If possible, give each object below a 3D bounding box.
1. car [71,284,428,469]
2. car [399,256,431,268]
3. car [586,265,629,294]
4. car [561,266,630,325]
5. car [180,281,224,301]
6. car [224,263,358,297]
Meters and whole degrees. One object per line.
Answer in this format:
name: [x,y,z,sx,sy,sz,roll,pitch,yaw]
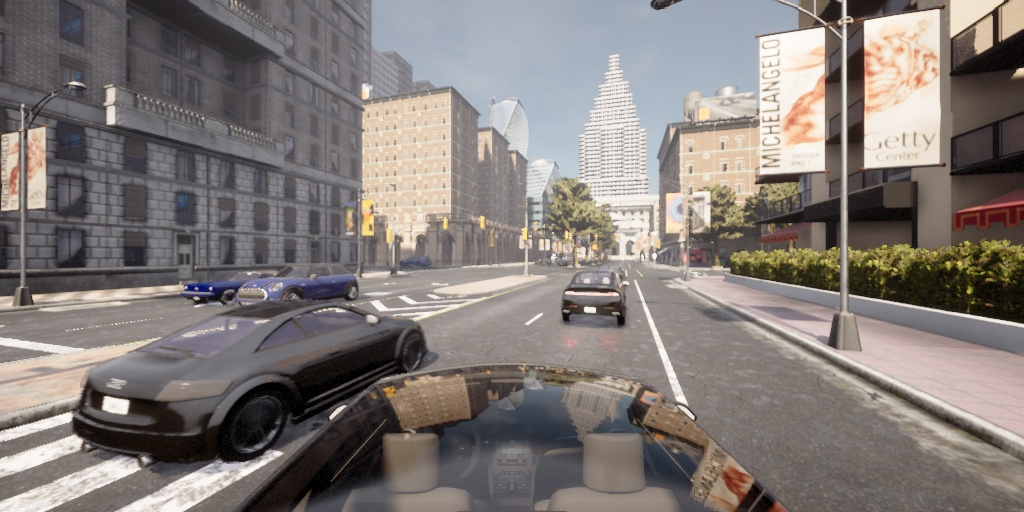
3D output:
car: [-2.976,1.315,5.144,1.994,1.385,4.181,0,0,17]
car: [-16.380,1.007,60.705,5.566,2.045,2.150,0,0,17]
car: [5.965,1.313,21.937,2.033,1.411,5.357,0,0,20]
car: [2.852,1.249,12.013,2.128,1.511,4.902,0,0,18]
car: [-11.756,1.357,16.212,1.895,1.301,4.718,0,0,18]
car: [-8.550,1.108,14.731,2.097,1.767,4.553,0,0,18]
